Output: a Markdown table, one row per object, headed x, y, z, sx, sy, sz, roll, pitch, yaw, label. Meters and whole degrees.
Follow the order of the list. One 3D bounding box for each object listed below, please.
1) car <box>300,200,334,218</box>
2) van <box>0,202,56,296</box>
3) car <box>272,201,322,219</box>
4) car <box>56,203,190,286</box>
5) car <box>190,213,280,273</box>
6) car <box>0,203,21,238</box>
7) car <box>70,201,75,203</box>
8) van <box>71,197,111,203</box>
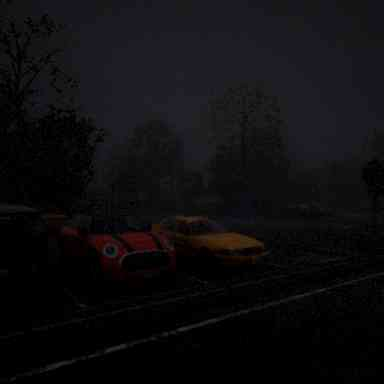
| x | y | z | sx | sy | sz | roll | pitch | yaw | label |
| --- | --- | --- | --- | --- | --- | --- | --- | --- | --- |
| 12.842 | 1.824 | 35.696 | 2.185 | 1.767 | 4.553 | 2 | -1 | -35 | car |
| -4.846 | 1.245 | 7.957 | 1.878 | 1.987 | 4.442 | 0 | 0 | -36 | van |
| 10.293 | 1.914 | 33.804 | 2.002 | 1.452 | 4.674 | 2 | -1 | -36 | car |
| -2.332 | 1.355 | 9.664 | 2.185 | 1.767 | 4.553 | 1 | 0 | -36 | car |
| 0.161 | 1.499 | 11.194 | 1.946 | 1.575 | 5.366 | 1 | 0 | -36 | car |
| -11.128 | 1.471 | 18.638 | 1.946 | 1.575 | 5.366 | 0 | 0 | -36 | car |
| -8.968 | 1.485 | 20.193 | 1.946 | 1.575 | 5.366 | 1 | 0 | -36 | car |
| -6.523 | 1.282 | 21.582 | 1.878 | 1.987 | 4.442 | 1 | 0 | -36 | van |
